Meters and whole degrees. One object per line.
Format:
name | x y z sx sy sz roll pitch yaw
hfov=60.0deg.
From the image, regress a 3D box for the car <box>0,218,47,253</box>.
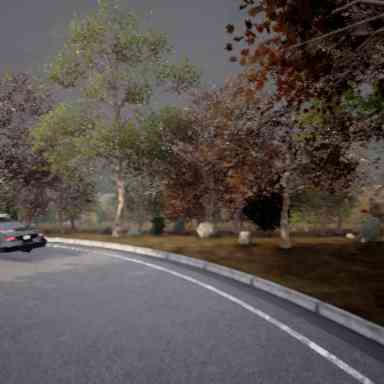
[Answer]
car | -8.165 1.731 13.165 5.357 1.411 2.033 -1 0 28
